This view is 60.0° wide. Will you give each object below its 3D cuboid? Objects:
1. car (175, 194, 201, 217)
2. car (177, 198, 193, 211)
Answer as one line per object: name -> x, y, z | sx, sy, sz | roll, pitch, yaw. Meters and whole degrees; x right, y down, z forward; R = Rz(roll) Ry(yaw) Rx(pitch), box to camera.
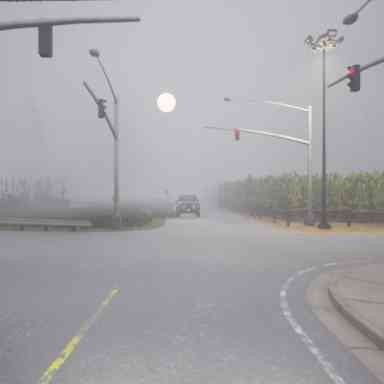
car -> -0.431, 1.260, 31.977 | 2.150, 2.045, 5.566 | 0, 0, -3
car -> -0.913, 1.565, 41.840 | 1.812, 1.442, 4.674 | 0, 0, -3
